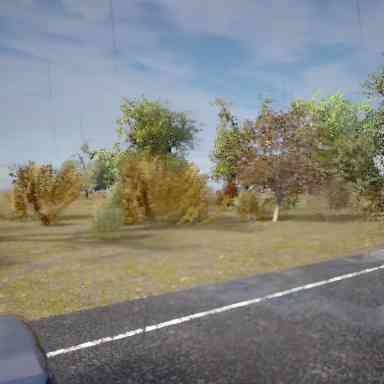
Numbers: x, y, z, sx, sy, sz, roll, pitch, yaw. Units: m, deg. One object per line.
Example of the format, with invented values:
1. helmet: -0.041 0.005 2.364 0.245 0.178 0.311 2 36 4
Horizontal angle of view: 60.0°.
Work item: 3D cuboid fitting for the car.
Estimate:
1. car: -3.441 1.538 1.544 5.357 1.411 2.033 0 0 -35
